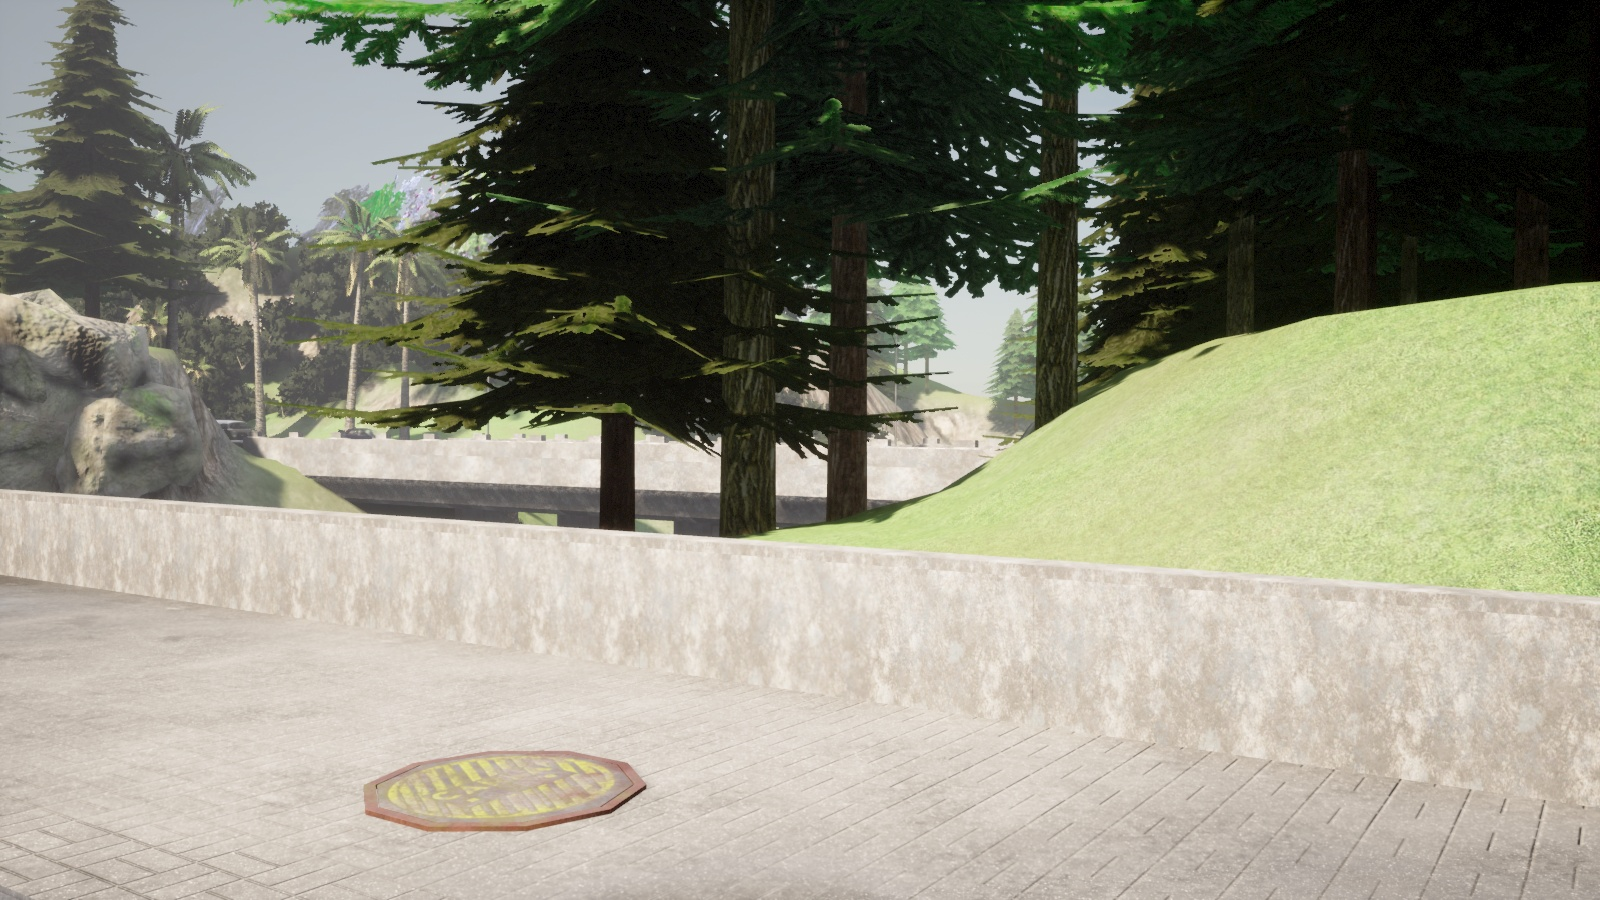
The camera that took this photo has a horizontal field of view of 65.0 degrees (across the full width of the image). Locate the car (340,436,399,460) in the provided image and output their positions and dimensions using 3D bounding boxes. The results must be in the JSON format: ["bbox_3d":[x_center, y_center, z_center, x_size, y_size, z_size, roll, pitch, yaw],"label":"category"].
[{"bbox_3d":[-28.248,-0.123,82.396,3.633,1.501,1.845,0,1,34],"label":"car"}]
